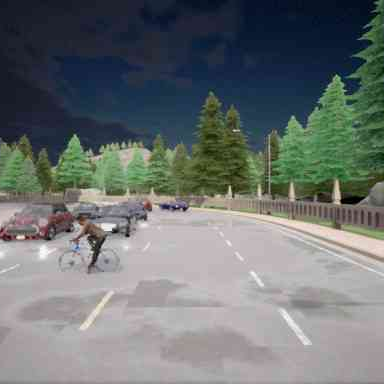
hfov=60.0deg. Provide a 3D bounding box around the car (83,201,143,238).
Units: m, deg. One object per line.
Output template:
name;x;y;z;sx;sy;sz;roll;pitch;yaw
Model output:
car;-4.032;1.490;17.870;2.128;1.511;4.902;0;0;-4

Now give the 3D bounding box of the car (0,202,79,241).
car;-7.466;1.351;16.485;2.097;1.767;4.553;0;0;-3

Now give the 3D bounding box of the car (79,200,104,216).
car;-8.135;1.564;25.848;1.994;1.385;4.181;0;0;-14

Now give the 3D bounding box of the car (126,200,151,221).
car;-4.737;1.572;26.688;1.994;1.385;4.181;0;0;-14

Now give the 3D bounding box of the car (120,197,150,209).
car;-8.101;1.505;47.245;1.837;1.490;4.892;0;0;-43

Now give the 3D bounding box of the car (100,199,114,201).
car;-12.178;1.601;46.360;1.895;1.301;4.718;0;0;-43

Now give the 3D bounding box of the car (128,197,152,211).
car;-6.387;1.352;38.880;2.097;1.767;4.553;0;0;-30

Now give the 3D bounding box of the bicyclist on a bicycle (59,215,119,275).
bicyclist on a bicycle;-2.849;1.455;9.145;1.656;1.620;0.582;-2;0;-1

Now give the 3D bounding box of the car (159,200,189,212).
car;-2.221;1.601;38.762;1.895;1.301;4.718;0;0;-28
